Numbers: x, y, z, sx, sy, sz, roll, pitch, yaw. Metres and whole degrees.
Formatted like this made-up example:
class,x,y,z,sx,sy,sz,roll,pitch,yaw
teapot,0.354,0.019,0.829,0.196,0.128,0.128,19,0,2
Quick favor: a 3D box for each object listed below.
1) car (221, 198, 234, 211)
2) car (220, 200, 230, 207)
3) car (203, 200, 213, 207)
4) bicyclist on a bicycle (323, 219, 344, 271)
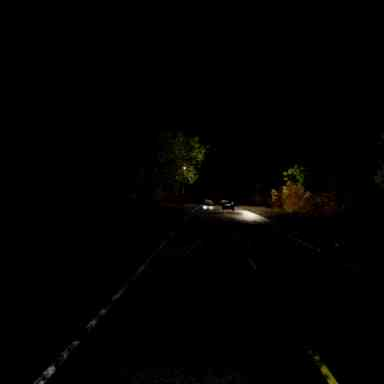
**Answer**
class,x,y,z,sx,sy,sz,roll,pitch,yaw
car,5.927,2.247,54.557,2.128,1.511,4.902,2,0,3
car,7.192,2.494,72.838,2.033,1.411,5.357,2,0,5
car,3.405,2.327,69.726,1.994,1.385,4.181,2,0,5
bicyclist on a bicycle,4.802,1.767,11.328,0.582,1.620,1.656,2,-1,2
